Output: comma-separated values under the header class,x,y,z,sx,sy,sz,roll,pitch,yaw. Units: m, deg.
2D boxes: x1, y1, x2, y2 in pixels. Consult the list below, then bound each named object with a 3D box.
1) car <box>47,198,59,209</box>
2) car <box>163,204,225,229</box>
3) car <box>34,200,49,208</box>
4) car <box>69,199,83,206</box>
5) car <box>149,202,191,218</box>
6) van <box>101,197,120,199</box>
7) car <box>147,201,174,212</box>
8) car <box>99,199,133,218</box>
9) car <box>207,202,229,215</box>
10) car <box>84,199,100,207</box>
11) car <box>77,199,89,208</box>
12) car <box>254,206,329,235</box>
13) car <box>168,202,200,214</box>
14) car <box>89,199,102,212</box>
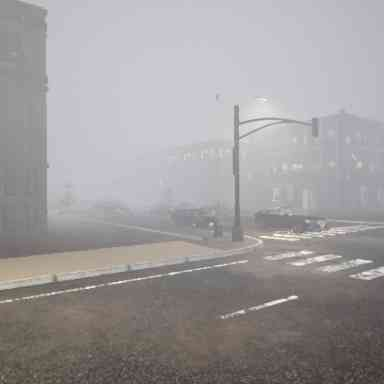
class,x,y,z,sx,sy,sz,roll,pitch,yaw
car,-23.825,2.232,57.898,1.752,1.417,4.829,-1,0,-35
car,0.026,1.814,24.081,1.947,1.339,4.313,-1,0,-35
car,-30.331,2.376,67.066,2.008,1.369,4.403,-1,0,-35
car,-26.701,2.364,76.431,1.947,1.339,4.313,-1,0,-35
car,-2.289,1.912,32.043,1.895,1.301,4.718,-1,0,-35
van,-13.892,1.907,58.374,1.690,1.788,3.998,-1,0,-35
car,-4.276,1.966,44.833,1.802,1.307,4.206,-2,0,-35
car,-7.909,1.846,35.467,1.967,1.590,4.097,-1,0,-35
car,2.130,1.809,35.805,2.008,1.369,4.403,-2,0,-35
car,-20.294,2.227,67.402,1.887,1.381,4.507,-1,0,-35
car,-20.193,2.194,62.816,1.812,1.442,4.674,-1,0,-35
car,5.799,1.624,20.048,2.128,1.511,4.902,0,-1,-31
car,-1.073,1.904,40.319,1.802,1.307,4.206,-2,0,-35
car,-12.336,2.032,46.251,1.812,1.442,4.674,-1,0,-35
